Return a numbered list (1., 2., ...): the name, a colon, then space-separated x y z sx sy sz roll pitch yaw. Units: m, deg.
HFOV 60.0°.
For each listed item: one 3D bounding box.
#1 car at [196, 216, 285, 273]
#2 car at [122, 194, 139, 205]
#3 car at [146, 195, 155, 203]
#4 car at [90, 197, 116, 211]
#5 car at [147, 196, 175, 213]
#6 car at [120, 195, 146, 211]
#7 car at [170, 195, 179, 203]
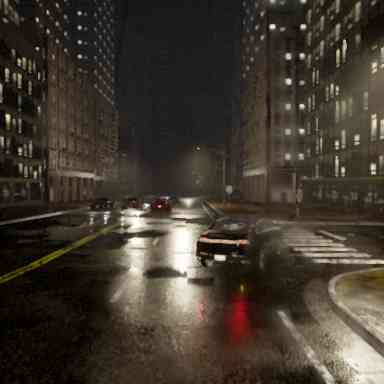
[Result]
1. car: 1.760 1.542 10.995 2.128 1.511 4.902 0 0 25
2. car: -9.803 1.171 53.422 1.882 1.535 5.008 0 1 0
3. car: -6.546 1.251 54.367 1.994 1.385 4.181 0 0 1
4. car: -9.836 1.293 37.012 1.837 1.490 4.892 0 0 0
5. car: -3.149 1.365 34.507 1.994 1.385 4.181 0 0 0
6. car: -6.586 1.313 36.845 1.812 1.442 4.674 0 0 0
7. car: -3.148 1.199 56.940 1.812 1.442 4.674 0 0 0
